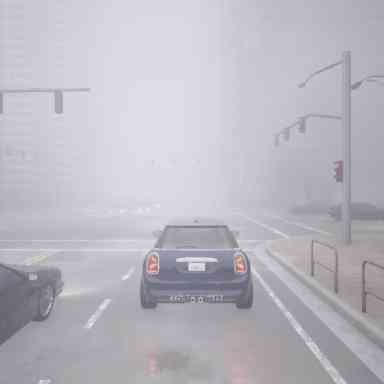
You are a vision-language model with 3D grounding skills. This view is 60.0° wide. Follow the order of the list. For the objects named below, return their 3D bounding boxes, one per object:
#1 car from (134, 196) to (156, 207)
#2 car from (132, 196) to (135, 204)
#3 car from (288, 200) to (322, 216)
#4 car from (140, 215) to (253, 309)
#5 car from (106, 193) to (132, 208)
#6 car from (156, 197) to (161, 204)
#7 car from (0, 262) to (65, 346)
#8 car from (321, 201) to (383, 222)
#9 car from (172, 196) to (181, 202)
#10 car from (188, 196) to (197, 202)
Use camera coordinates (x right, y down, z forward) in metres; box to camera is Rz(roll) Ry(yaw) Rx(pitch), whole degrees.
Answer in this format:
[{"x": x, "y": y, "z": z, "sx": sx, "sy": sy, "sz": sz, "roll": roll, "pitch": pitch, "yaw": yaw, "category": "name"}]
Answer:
[{"x": -7.011, "y": 1.564, "z": 50.450, "sx": 1.994, "sy": 1.385, "sz": 4.181, "roll": 0, "pitch": 0, "yaw": 0, "category": "car"}, {"x": -10.471, "y": 1.503, "z": 59.400, "sx": 1.837, "sy": 1.490, "sz": 4.892, "roll": 0, "pitch": 0, "yaw": 0, "category": "car"}, {"x": 11.709, "y": 1.526, "z": 32.220, "sx": 4.674, "sy": 1.442, "sz": 1.812, "roll": 0, "pitch": 0, "yaw": 1, "category": "car"}, {"x": 0.093, "y": 1.352, "z": 8.044, "sx": 2.097, "sy": 1.767, "sz": 4.553, "roll": 0, "pitch": 0, "yaw": 0, "category": "car"}, {"x": -10.517, "y": 1.352, "z": 48.187, "sx": 2.097, "sy": 1.767, "sz": 4.553, "roll": 0, "pitch": 0, "yaw": 0, "category": "car"}, {"x": -6.958, "y": 1.601, "z": 62.057, "sx": 1.895, "sy": 1.301, "sz": 4.718, "roll": 0, "pitch": 0, "yaw": 1, "category": "car"}, {"x": -3.413, "y": 1.547, "z": 4.185, "sx": 2.033, "sy": 1.411, "sz": 5.357, "roll": 0, "pitch": 0, "yaw": -1, "category": "car"}, {"x": 12.718, "y": 1.506, "z": 25.021, "sx": 4.892, "sy": 1.490, "sz": 1.837, "roll": 0, "pitch": 0, "yaw": 1, "category": "car"}, {"x": -3.380, "y": 1.465, "z": 72.275, "sx": 2.033, "sy": 1.411, "sz": 5.357, "roll": 0, "pitch": 0, "yaw": 0, "category": "car"}, {"x": 0.126, "y": 1.553, "z": 72.675, "sx": 1.994, "sy": 1.385, "sz": 4.181, "roll": 0, "pitch": 0, "yaw": 0, "category": "car"}]
